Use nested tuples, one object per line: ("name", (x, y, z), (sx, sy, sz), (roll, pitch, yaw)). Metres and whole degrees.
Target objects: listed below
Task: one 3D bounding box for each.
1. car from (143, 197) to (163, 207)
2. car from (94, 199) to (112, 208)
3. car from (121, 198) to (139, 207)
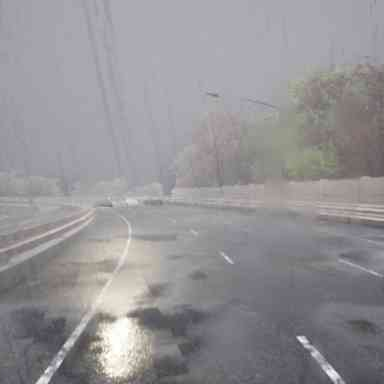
("car", (-6.287, 1.547, 52.990), (1.882, 1.535, 5.008), (0, 0, -28))
("car", (-14.099, 1.725, 52.629), (1.994, 1.385, 4.181), (-1, 0, -30))
("car", (-9.755, 1.636, 52.057), (1.812, 1.442, 4.674), (0, 0, -28))
